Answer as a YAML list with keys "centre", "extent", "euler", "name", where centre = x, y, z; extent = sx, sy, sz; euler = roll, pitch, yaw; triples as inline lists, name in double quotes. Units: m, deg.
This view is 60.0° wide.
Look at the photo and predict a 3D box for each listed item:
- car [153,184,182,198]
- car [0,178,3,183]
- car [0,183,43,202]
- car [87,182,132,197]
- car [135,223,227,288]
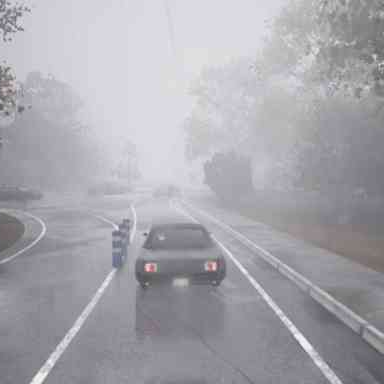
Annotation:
- centre: [-2.641, -0.215, 36.815]
  extent: [2.033, 1.411, 5.357]
  euler: [1, 4, 14]
  name: "car"
- centre: [-35.872, -2.156, 58.491]
  extent: [2.097, 1.767, 4.553]
  euler: [2, 4, 19]
  name: "car"
- centre: [-16.658, 0.152, 31.577]
  extent: [4.674, 1.442, 1.812]
  euler: [0, 5, -4]
  name: "car"
- centre: [-9.206, -0.330, 37.354]
  extent: [5.008, 1.535, 1.882]
  euler: [-2, 6, -29]
  name: "car"
- centre: [-0.375, 1.480, 8.936]
  extent: [1.895, 1.301, 4.718]
  euler: [0, 1, -4]
  name: "car"
